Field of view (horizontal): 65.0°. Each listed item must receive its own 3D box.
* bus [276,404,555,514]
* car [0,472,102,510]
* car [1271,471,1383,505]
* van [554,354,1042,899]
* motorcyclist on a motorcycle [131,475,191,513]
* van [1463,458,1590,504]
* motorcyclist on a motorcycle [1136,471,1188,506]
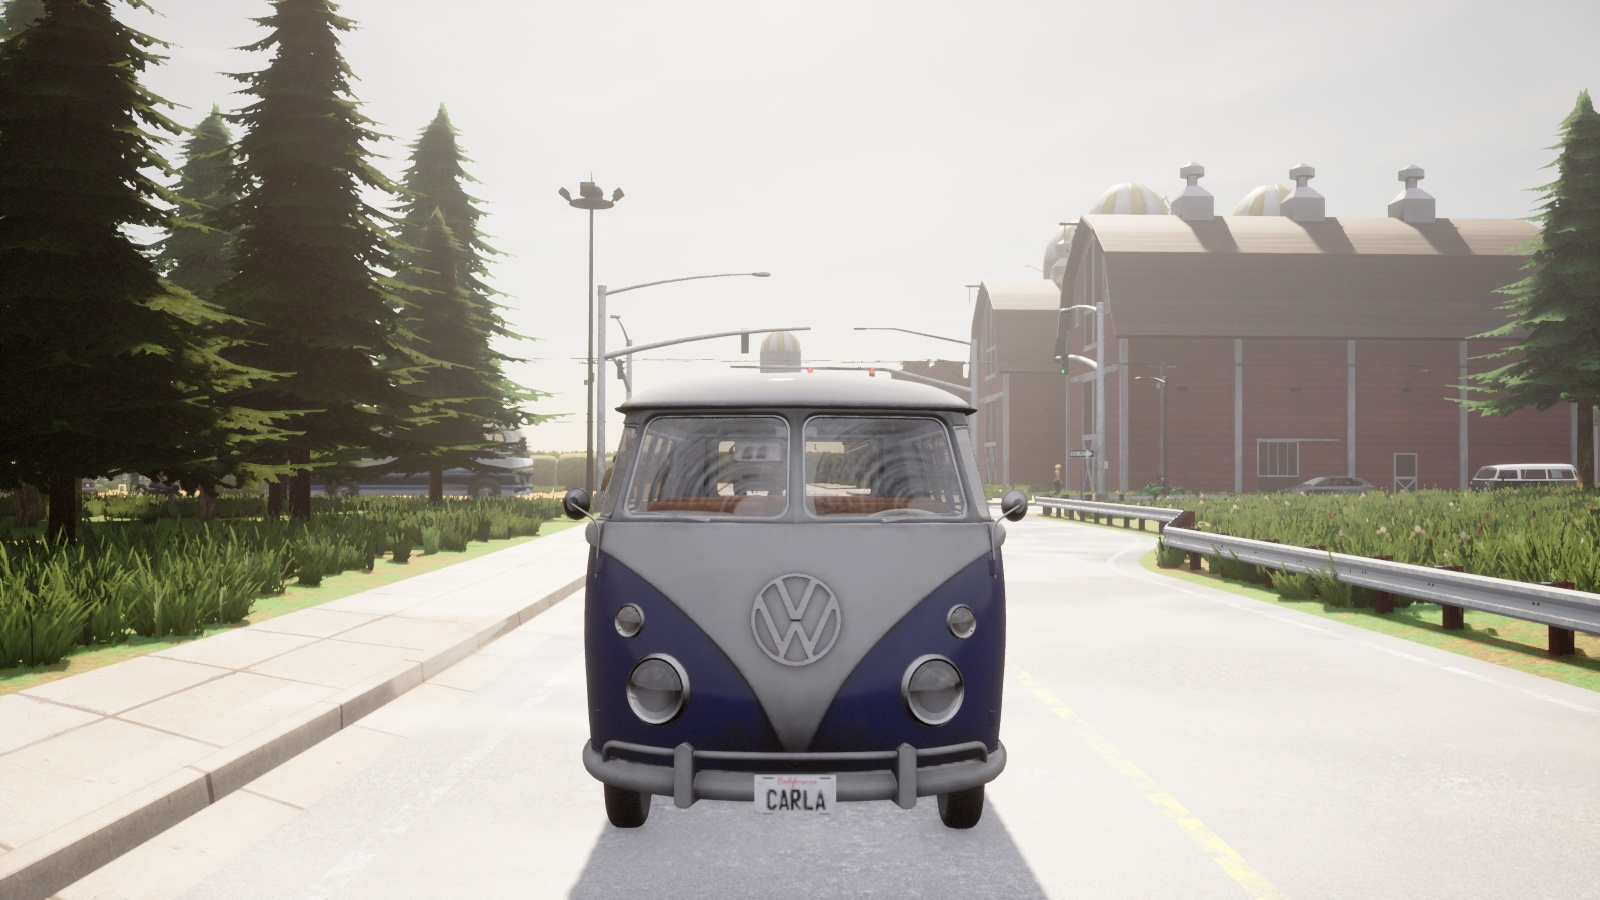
[{"bbox_3d":[-15.563,0.391,51.598,10.273,4.253,3.944,0,-1,-1],"label":"bus"},{"bbox_3d":[-32.903,1.787,54.674,3.988,1.617,1.851,0,-1,-1],"label":"car"},{"bbox_3d":[23.452,1.699,55.983,4.193,1.474,1.816,0,-1,-1],"label":"car"},{"bbox_3d":[-0.024,0.681,6.802,1.775,1.987,4.442,0,-1,0],"label":"van"},{"bbox_3d":[-26.096,1.788,51.330,2.044,1.523,0.797,0,-1,-1],"label":"motorcyclist on a motorcycle"},{"bbox_3d":[32.474,1.376,56.197,4.480,2.038,2.069,0,-1,-1],"label":"van"},{"bbox_3d":[16.080,1.694,55.812,2.044,1.523,0.797,0,-1,-1],"label":"motorcyclist on a motorcycle"}]
